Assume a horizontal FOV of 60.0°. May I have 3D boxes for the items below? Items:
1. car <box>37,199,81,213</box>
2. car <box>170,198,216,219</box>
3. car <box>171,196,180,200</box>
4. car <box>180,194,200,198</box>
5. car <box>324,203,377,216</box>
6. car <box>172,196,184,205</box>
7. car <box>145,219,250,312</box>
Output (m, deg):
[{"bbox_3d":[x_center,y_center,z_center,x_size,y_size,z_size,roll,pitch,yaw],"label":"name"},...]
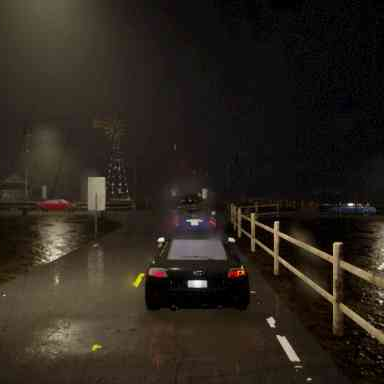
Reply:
[{"bbox_3d":[-13.616,1.431,34.117,4.181,1.385,1.994,1,-2,0],"label":"car"},{"bbox_3d":[0.115,1.380,16.447,2.097,1.767,4.553,0,0,0],"label":"car"},{"bbox_3d":[-2.757,1.677,57.167,1.882,1.535,5.008,0,0,0],"label":"car"},{"bbox_3d":[-0.010,1.377,49.623,2.150,2.045,5.566,0,0,5],"label":"car"},{"bbox_3d":[17.892,1.950,37.724,5.357,1.411,2.033,1,-2,0],"label":"car"},{"bbox_3d":[-2.702,1.613,66.416,2.097,1.767,4.553,0,0,1],"label":"car"},{"bbox_3d":[0.106,1.573,7.804,1.994,1.385,4.181,0,0,0],"label":"car"}]
